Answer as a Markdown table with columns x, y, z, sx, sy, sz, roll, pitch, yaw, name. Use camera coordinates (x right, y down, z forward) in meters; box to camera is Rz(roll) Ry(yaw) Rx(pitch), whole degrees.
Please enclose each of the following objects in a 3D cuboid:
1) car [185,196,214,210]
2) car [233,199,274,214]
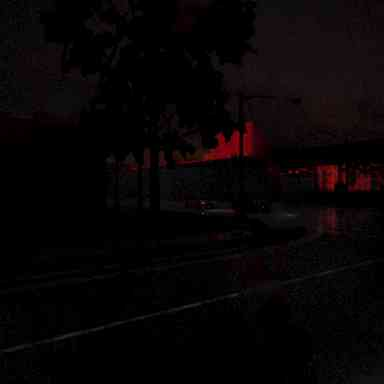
| x | y | z | sx | sy | sz | roll | pitch | yaw | name |
| --- | --- | --- | --- | --- | --- | --- | --- | --- | --- |
| 0.957 | 1.334 | 43.581 | 2.097 | 1.767 | 4.553 | 0 | 0 | -33 | car |
| 6.426 | 1.459 | 35.385 | 1.882 | 1.535 | 5.008 | 0 | 0 | -34 | car |
